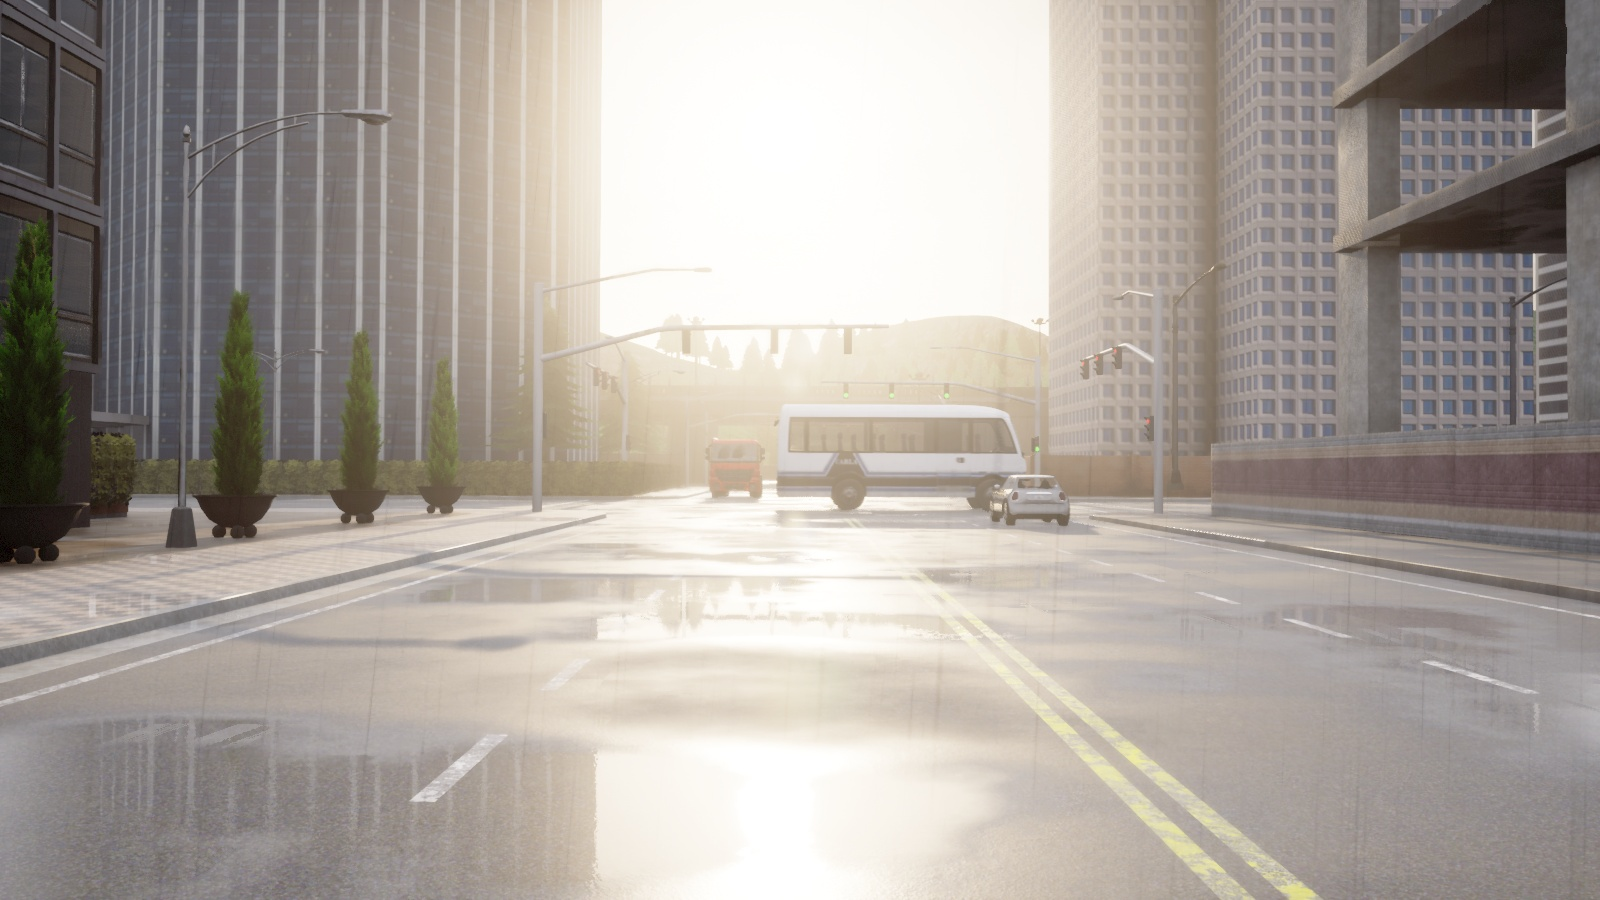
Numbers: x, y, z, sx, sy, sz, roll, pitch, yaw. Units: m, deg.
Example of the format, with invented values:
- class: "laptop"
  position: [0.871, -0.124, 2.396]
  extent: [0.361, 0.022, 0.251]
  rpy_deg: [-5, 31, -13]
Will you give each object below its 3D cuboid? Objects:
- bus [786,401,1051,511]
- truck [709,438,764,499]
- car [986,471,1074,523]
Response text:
- class: "bus"
  position: [4.606, 0.270, 50.791]
  extent: [10.273, 4.253, 3.944]
  rpy_deg: [0, -1, -1]
- class: "truck"
  position: [-3.695, 1.100, 74.778]
  extent: [2.891, 3.462, 7.936]
  rpy_deg: [0, -1, 0]
- class: "car"
  position: [6.903, 1.390, 38.033]
  extent: [1.970, 1.475, 3.806]
  rpy_deg: [0, -1, 0]
